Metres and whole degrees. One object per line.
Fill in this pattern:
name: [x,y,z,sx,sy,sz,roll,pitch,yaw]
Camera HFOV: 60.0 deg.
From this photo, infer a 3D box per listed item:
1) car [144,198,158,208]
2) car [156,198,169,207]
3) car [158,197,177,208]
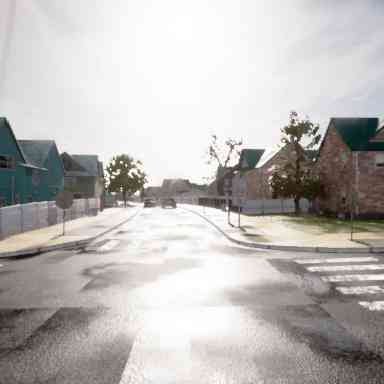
car: [-7.156,1.824,56.123,1.837,1.490,4.892,0,-1,-10]
car: [-5.620,1.873,62.378,1.882,1.535,5.008,0,-1,-12]
car: [-3.695,1.630,52.441,2.097,1.767,4.553,0,-1,-10]
